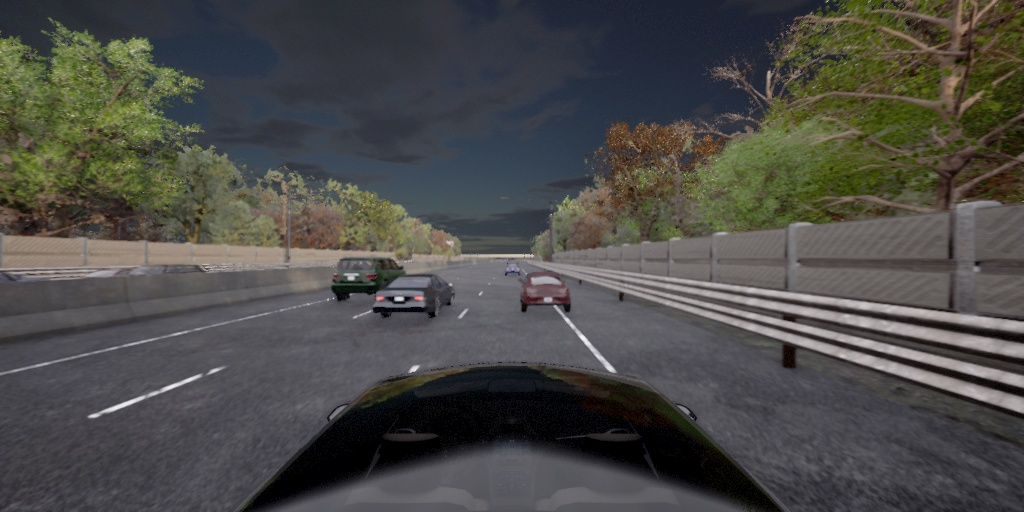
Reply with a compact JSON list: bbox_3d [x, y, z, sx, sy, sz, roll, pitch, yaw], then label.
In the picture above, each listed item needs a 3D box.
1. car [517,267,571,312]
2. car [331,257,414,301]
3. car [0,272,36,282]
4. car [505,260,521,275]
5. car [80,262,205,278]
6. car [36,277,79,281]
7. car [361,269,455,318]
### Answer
[{"bbox_3d":[1.237,1.340,14.536,1.812,1.442,4.674,0,0,0],"label":"car"},{"bbox_3d":[-6.889,1.056,18.045,2.150,2.045,5.566,0,0,0],"label":"car"},{"bbox_3d":[-24.587,1.377,16.073,2.033,1.411,5.357,0,0,0],"label":"car"},{"bbox_3d":[0.106,1.509,41.934,2.033,1.411,5.357,0,0,0],"label":"car"},{"bbox_3d":[-17.584,1.189,17.821,2.097,1.767,4.553,0,0,0],"label":"car"},{"bbox_3d":[-21.071,1.370,18.987,1.812,1.442,4.674,0,0,0],"label":"car"},{"bbox_3d":[-3.394,1.355,13.307,2.033,1.411,5.357,0,0,0],"label":"car"}]
